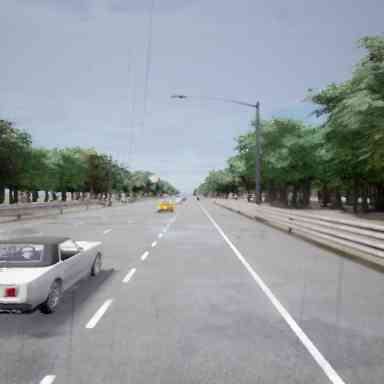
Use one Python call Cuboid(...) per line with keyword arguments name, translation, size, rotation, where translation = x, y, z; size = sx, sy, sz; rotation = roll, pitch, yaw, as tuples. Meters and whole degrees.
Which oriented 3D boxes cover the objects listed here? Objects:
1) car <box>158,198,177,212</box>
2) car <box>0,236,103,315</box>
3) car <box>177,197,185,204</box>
Cuboid(name="car", translation=(-3.420, 1.862, 44.557), size=(1.882, 1.535, 5.008), rotation=(0, 0, 0))
Cuboid(name="car", translation=(-3.498, 1.668, 7.647), size=(1.895, 1.301, 4.718), rotation=(0, 0, 0))
Cuboid(name="car", translation=(-3.332, 2.242, 83.808), size=(1.812, 1.442, 4.674), rotation=(0, 0, 0))
